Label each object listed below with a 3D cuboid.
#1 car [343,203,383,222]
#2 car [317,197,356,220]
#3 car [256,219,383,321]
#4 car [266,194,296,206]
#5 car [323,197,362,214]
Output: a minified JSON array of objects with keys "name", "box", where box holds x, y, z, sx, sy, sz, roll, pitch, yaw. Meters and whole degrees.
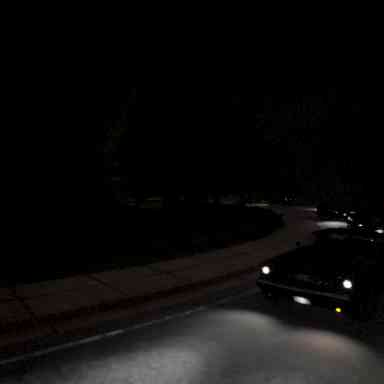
[{"name":"car","box":[8.626,1.468,15.903,1.994,1.385,4.181,0,0,21]},{"name":"car","box":[11.100,1.338,25.885,1.837,1.490,4.892,0,0,7]},{"name":"car","box":[3.323,1.552,7.436,1.895,1.301,4.718,1,1,40]},{"name":"car","box":[12.333,1.026,46.237,2.097,1.767,4.553,0,0,-24]},{"name":"car","box":[15.246,1.290,34.096,1.837,1.490,4.892,0,1,1]}]
